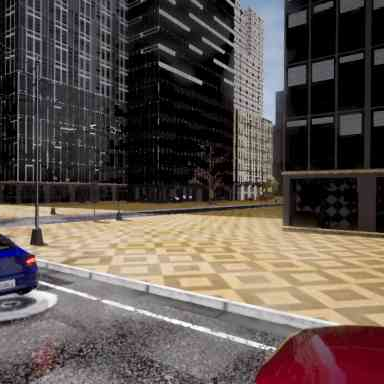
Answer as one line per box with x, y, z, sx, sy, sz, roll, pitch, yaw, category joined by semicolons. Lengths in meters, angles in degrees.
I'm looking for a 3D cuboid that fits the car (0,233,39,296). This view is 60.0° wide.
-5.236;1.522;7.415;4.674;1.442;1.812;0;0;36;car

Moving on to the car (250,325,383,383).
2.367;1.564;1.989;4.181;1.385;1.994;0;0;35;car
